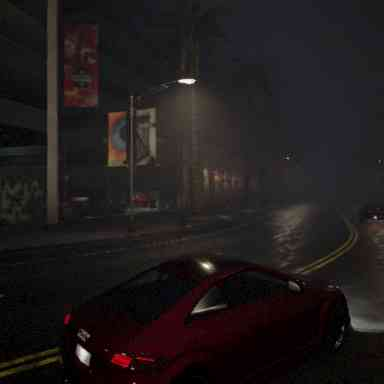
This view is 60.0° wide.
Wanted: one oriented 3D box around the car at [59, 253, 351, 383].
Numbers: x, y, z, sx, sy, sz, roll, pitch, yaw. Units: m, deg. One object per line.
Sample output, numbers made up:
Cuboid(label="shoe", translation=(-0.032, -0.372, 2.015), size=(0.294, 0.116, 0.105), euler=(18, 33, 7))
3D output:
Cuboid(label="car", translation=(0.441, 1.582, 4.597), size=(4.181, 1.385, 1.994), euler=(0, 0, -40))

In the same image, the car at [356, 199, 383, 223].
Cuboid(label="car", translation=(14.186, 1.581, 26.236), size=(1.837, 1.490, 4.892), euler=(0, 0, 23))

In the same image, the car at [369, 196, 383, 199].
Cuboid(label="car", translation=(38.152, 1.547, 67.824), size=(2.185, 1.767, 4.553), euler=(0, 0, 22))

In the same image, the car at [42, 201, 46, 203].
Cuboid(label="car", translation=(-25.512, 1.708, 52.999), size=(1.895, 1.301, 4.718), euler=(0, 0, 22))

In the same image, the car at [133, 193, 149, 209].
Cuboid(label="car", translation=(-8.072, 1.221, 46.781), size=(2.435, 2.045, 5.566), euler=(0, 0, 22))
